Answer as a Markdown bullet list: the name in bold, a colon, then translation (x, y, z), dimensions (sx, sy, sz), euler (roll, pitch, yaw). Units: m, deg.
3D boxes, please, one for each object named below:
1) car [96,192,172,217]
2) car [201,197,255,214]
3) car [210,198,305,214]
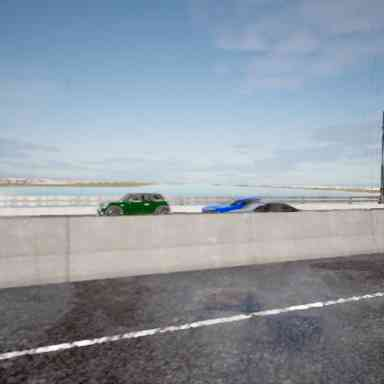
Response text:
- **car**: translation (-3.644, 0.790, 20.904), dimensions (4.553, 1.767, 2.097), euler (0, 1, -23)
- **car**: translation (2.983, 1.040, 19.903), dimensions (5.008, 1.535, 1.882), euler (0, 1, -23)
- **car**: translation (3.498, 1.181, 16.326), dimensions (4.674, 1.442, 1.812), euler (0, 1, -23)
